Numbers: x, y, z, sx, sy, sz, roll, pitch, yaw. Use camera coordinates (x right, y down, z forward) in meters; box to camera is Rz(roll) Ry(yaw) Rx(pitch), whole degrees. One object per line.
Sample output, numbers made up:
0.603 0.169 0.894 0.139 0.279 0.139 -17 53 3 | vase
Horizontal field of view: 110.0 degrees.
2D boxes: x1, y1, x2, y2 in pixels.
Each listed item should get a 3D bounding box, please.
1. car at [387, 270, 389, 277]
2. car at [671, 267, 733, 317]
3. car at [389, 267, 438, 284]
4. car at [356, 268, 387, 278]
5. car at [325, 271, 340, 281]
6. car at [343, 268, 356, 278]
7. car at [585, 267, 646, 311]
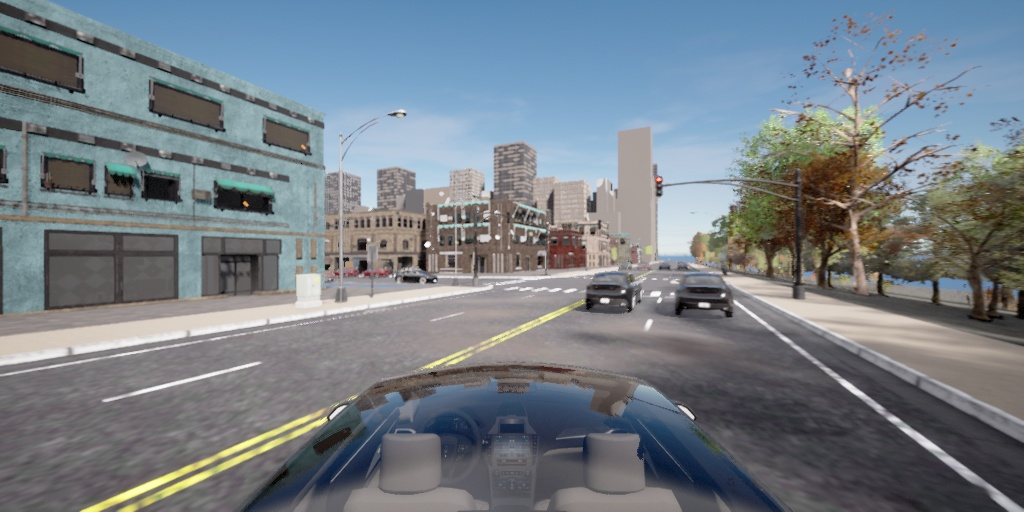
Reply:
-13.014 2.067 45.038 4.403 1.370 2.007 0 0 25 | car
7.423 1.390 14.118 1.837 1.490 4.892 0 0 25 | car
-9.030 1.940 33.813 4.313 1.339 1.948 0 0 25 | car
-18.034 2.193 47.369 4.207 1.307 1.802 0 0 25 | car
-21.563 2.051 39.767 4.097 1.591 1.967 0 0 25 | car
-23.053 2.287 49.700 4.207 1.307 1.802 0 0 25 | car
4.465 1.409 15.465 1.837 1.490 4.892 0 0 25 | car
